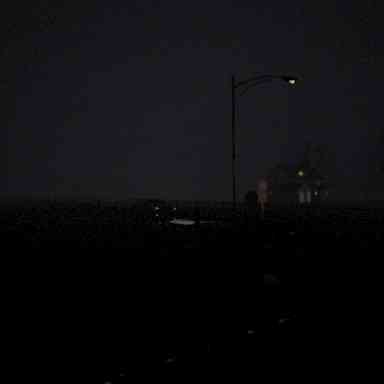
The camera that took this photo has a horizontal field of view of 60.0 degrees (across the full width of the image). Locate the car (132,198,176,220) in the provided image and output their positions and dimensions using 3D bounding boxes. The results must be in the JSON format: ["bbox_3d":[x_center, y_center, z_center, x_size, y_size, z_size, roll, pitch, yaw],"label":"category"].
[{"bbox_3d":[-3.245,1.322,28.003,2.097,1.767,4.553,-1,1,-37],"label":"car"}]
